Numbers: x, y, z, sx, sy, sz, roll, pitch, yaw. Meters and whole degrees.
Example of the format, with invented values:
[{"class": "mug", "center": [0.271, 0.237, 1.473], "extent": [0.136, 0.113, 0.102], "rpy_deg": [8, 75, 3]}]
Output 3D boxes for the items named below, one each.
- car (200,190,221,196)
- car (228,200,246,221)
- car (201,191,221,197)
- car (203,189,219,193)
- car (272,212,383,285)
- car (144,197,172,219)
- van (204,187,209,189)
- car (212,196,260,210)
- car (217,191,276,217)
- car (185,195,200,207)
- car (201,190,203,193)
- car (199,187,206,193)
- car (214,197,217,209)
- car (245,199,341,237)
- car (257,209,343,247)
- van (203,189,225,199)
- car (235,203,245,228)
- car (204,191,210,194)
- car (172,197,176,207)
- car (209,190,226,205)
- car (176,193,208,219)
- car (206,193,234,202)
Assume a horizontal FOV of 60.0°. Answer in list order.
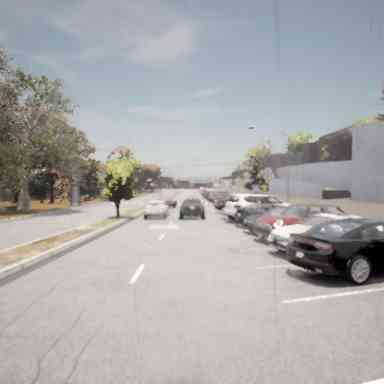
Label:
[{"class": "car", "center": [4.930, 0.386, 90.151], "extent": [5.366, 1.575, 1.946], "rpy_deg": [0, 2, -20]}, {"class": "car", "center": [5.104, 1.478, 21.370], "extent": [4.792, 1.488, 2.163], "rpy_deg": [1, 0, -20]}, {"class": "car", "center": [5.074, 0.486, 87.225], "extent": [4.792, 1.488, 2.163], "rpy_deg": [0, 2, -20]}, {"class": "car", "center": [5.065, 0.745, 63.358], "extent": [4.553, 1.767, 2.185], "rpy_deg": [0, 1, -20]}, {"class": "car", "center": [5.067, 1.482, 9.345], "extent": [5.008, 1.535, 2.097], "rpy_deg": [1, 0, -20]}, {"class": "car", "center": [-2.976, 1.432, 28.421], "extent": [1.812, 1.442, 4.674], "rpy_deg": [0, 1, 0]}, {"class": "van", "center": [5.205, 0.598, 66.391], "extent": [4.442, 1.987, 1.878], "rpy_deg": [0, 1, -20]}, {"class": "car", "center": [5.256, 1.257, 39.443], "extent": [5.366, 1.575, 1.946], "rpy_deg": [0, 1, -20]}, {"class": "car", "center": [5.108, 1.178, 24.367], "extent": [5.566, 2.045, 2.435], "rpy_deg": [1, 0, -20]}, {"class": "car", "center": [0.087, 1.209, 44.853], "extent": [1.812, 1.442, 4.674], "rpy_deg": [0, 1, 0]}, {"class": "car", "center": [5.089, 0.775, 69.334], "extent": [4.892, 1.521, 2.231], "rpy_deg": [0, 1, -20]}, {"class": "car", "center": [5.075, 0.474, 72.298], "extent": [5.566, 2.045, 2.435], "rpy_deg": [0, 1, -20]}, {"class": "car", "center": [4.908, 1.400, 27.297], "extent": [5.366, 1.575, 1.946], "rpy_deg": [1, 1, -20]}, {"class": "car", "center": [5.108, 1.347, 15.356], "extent": [4.553, 1.767, 2.185], "rpy_deg": [1, 0, -20]}, {"class": "car", "center": [5.077, 1.519, 12.346], "extent": [4.674, 1.452, 2.002], "rpy_deg": [1, 0, -20]}, {"class": "van", "center": [4.992, 0.451, 75.251], "extent": [4.442, 1.987, 1.878], "rpy_deg": [0, 1, -20]}, {"class": "car", "center": [5.080, 1.506, 18.345], "extent": [4.674, 1.452, 2.002], "rpy_deg": [1, 1, -20]}, {"class": "car", "center": [5.065, 0.998, 57.370], "extent": [4.792, 1.488, 2.163], "rpy_deg": [0, 1, -20]}, {"class": "car", "center": [-2.928, 1.296, 43.125], "extent": [1.895, 1.301, 4.718], "rpy_deg": [0, 0, 0]}, {"class": "car", "center": [5.060, 1.092, 33.347], "extent": [5.566, 2.045, 2.435], "rpy_deg": [1, 1, -20]}, {"class": "car", "center": [0.028, 1.260, 28.210], "extent": [2.097, 1.767, 4.553], "rpy_deg": [0, 1, 0]}, {"class": "car", "center": [5.087, 0.960, 60.389], "extent": [4.674, 1.452, 2.002], "rpy_deg": [0, 1, -20]}]
